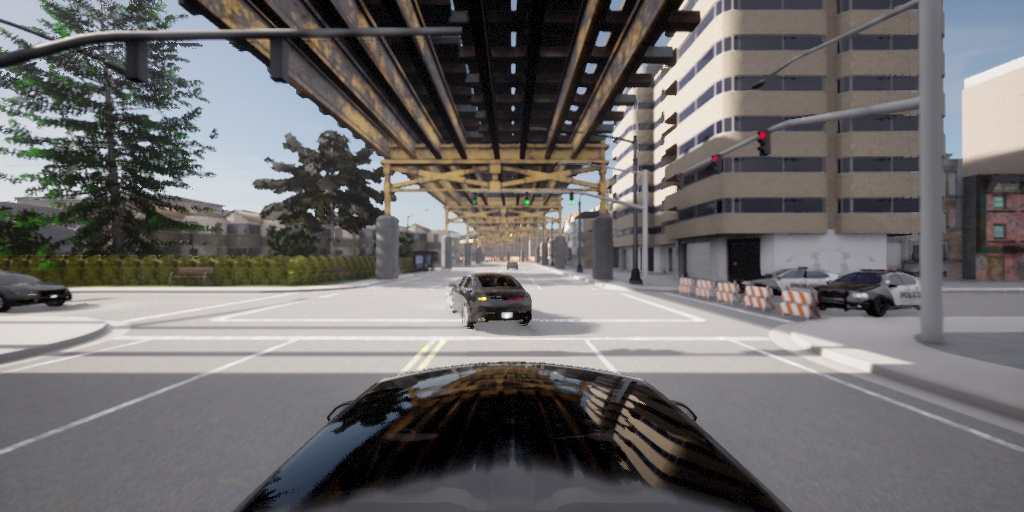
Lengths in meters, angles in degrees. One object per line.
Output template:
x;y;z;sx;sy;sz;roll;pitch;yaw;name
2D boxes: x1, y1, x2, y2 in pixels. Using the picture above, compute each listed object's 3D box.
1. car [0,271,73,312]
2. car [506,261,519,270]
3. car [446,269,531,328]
-20.060;1.310;13.823;4.892;1.490;1.837;0;0;0;car
0.097;1.501;58.809;2.128;1.511;4.902;0;0;0;car
-0.874;1.301;11.672;1.837;1.490;4.892;1;0;-18;car
